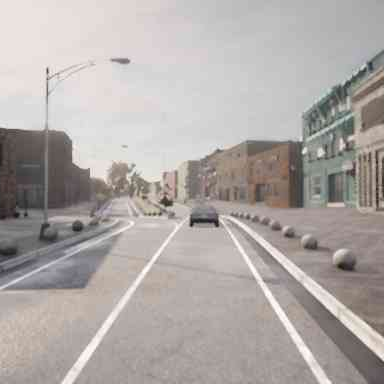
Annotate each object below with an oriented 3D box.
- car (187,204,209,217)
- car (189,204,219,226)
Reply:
[{"bbox_3d":[0.695,2.300,41.015,2.128,1.511,4.902,0,-4,-6],"label":"car"},{"bbox_3d":[0.850,1.563,23.309,1.994,1.385,4.181,0,-1,2],"label":"car"}]
